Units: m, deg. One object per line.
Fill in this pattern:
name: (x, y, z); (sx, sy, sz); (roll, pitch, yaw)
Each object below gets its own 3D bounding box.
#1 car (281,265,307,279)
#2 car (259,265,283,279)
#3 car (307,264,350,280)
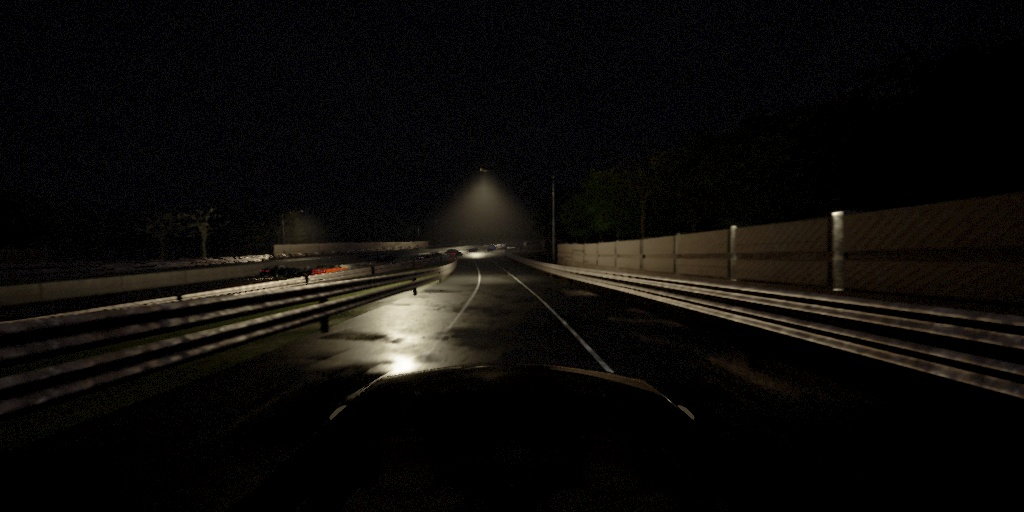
car: (-24.408, 1.905, 42.570); (1.895, 1.301, 4.718); (0, 3, 11)
car: (-27.849, 1.790, 43.207); (2.128, 1.511, 4.902); (0, 3, 11)
car: (-20.986, 1.678, 41.821); (2.097, 1.767, 4.553); (0, 3, 11)
